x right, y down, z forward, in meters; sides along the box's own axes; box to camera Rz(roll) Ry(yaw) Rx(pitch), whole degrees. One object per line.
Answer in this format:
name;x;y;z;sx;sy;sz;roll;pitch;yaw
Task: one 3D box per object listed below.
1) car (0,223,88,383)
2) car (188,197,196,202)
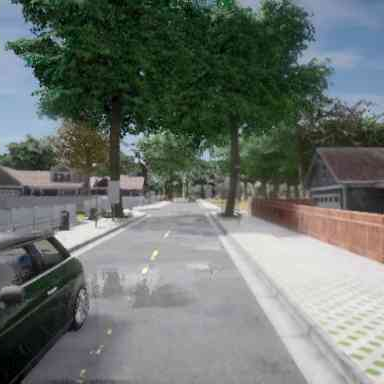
car;-2.849;1.371;3.889;2.097;1.767;4.553;0;0;0
car;-0.002;1.995;86.912;1.812;1.442;4.674;0;0;0
